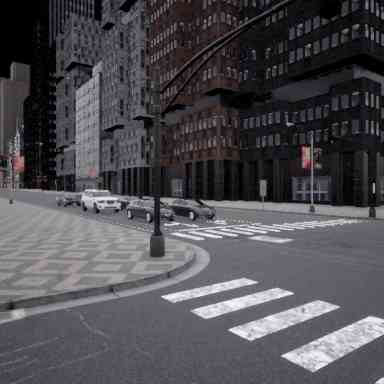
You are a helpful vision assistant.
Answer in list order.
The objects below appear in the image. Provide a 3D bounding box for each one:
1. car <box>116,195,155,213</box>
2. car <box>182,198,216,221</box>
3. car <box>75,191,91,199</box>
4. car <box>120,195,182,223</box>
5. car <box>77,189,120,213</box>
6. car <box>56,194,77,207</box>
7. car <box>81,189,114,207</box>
[{"bbox_3d":[-5.643,1.108,32.595,1.837,1.490,4.892,0,1,-36],"label":"car"},{"bbox_3d":[-0.205,1.239,25.003,1.837,1.490,4.892,0,1,-38],"label":"car"},{"bbox_3d":[-21.786,0.563,66.448,1.812,1.442,4.674,0,1,-36],"label":"car"},{"bbox_3d":[-2.970,1.240,23.324,1.837,1.490,4.892,0,1,-36],"label":"car"},{"bbox_3d":[-8.653,0.819,31.212,2.150,2.045,5.566,0,1,-36],"label":"car"},{"bbox_3d":[-14.861,0.991,39.838,2.033,1.411,5.357,0,1,-36],"label":"car"},{"bbox_3d":[-11.787,0.672,41.140,2.150,2.045,5.566,0,1,-35],"label":"car"}]
